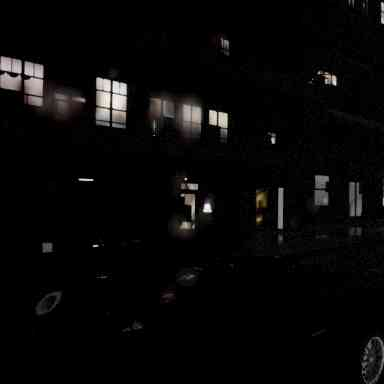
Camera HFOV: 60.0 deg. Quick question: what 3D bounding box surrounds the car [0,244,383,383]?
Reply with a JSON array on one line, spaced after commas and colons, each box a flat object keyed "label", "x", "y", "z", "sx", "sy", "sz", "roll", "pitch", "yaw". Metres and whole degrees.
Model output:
[{"label": "car", "x": 0.483, "y": 1.526, "z": 3.732, "sx": 4.674, "sy": 1.442, "sz": 1.812, "roll": 0, "pitch": 0, "yaw": -36}]

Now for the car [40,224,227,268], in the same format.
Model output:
[{"label": "car", "x": -0.942, "y": 1.441, "z": 5.876, "sx": 4.097, "sy": 1.590, "sz": 1.967, "roll": 0, "pitch": 1, "yaw": -36}]
